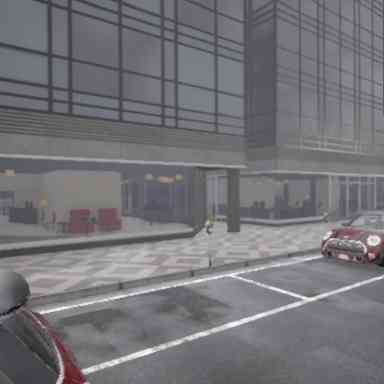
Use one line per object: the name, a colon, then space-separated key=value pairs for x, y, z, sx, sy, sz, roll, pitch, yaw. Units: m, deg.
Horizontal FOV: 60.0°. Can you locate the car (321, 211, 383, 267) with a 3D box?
car: x=6.104 y=1.380 z=11.006 sx=4.097 sy=1.590 sz=1.967 roll=0 pitch=0 yaw=-35

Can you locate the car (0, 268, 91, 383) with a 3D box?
car: x=-2.692 y=1.360 z=1.335 sx=4.553 sy=1.767 sz=2.097 roll=0 pitch=0 yaw=-35
